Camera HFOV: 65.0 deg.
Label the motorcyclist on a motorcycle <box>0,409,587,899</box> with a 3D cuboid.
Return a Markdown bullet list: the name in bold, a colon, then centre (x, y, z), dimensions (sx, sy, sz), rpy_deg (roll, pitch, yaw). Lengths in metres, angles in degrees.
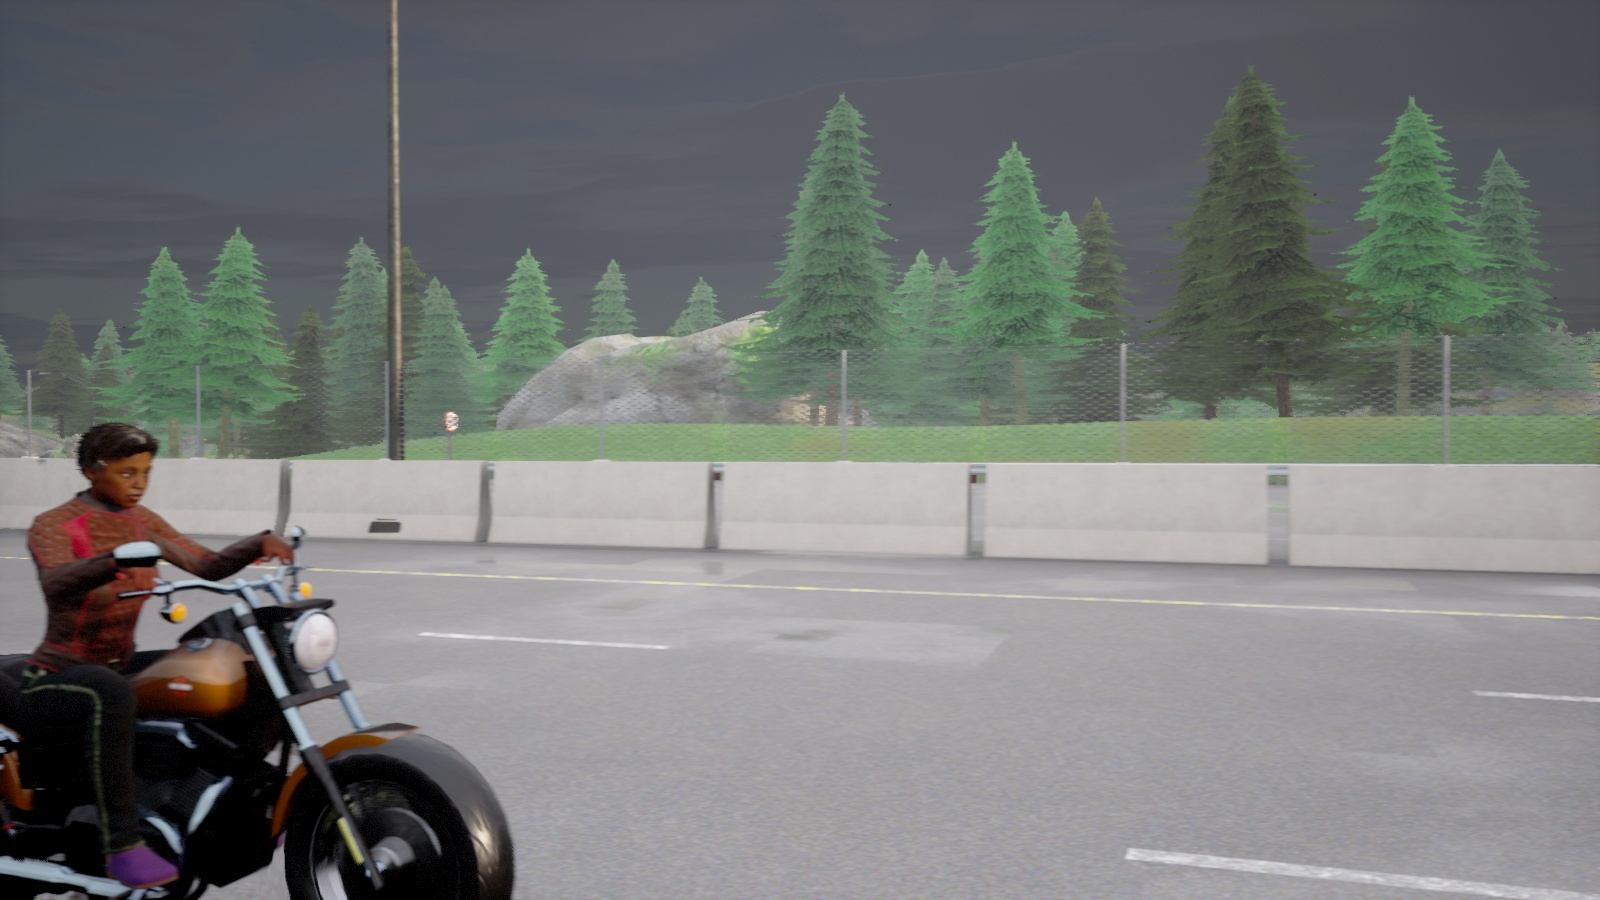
- **motorcyclist on a motorcycle**: centre (-1.887, 0.708, 3.826), dimensions (2.350, 1.649, 0.766), rpy_deg (1, 1, 19)
